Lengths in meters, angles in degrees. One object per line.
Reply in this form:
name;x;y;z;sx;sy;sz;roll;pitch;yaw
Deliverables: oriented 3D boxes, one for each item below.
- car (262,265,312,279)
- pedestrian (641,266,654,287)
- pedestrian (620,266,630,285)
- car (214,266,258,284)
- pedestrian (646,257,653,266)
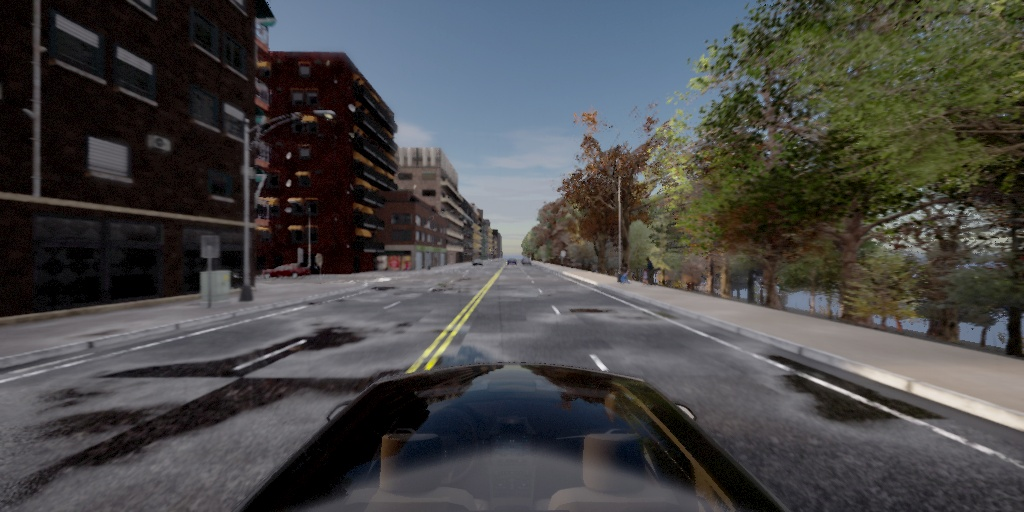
car;-22.841;1.579;36.405;4.507;1.381;1.888;0;0;0
pedestrian;7.925;1.273;21.195;0.500;1.100;0.500;0;0;0
pedestrian;7.094;1.174;22.439;0.375;1.300;0.375;0;0;0
car;-22.792;1.612;28.057;4.207;1.307;1.802;0;0;0
pedestrian;8.380;0.894;21.839;0.375;1.860;0.375;0;0;0
